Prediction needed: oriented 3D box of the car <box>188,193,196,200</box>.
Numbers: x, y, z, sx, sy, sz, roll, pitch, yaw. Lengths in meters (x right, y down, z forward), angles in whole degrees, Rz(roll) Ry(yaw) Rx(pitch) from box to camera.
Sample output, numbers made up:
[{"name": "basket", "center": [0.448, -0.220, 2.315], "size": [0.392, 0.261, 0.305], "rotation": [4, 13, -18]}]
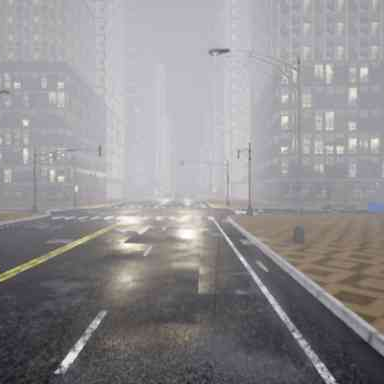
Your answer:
[{"name": "car", "center": [0.022, 1.229, 81.838], "size": [1.895, 1.301, 4.718], "rotation": [0, 0, 0]}]

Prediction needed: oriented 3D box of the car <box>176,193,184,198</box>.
[{"name": "car", "center": [-3.226, 1.051, 91.423], "size": [1.895, 1.301, 4.718], "rotation": [0, 0, 0]}]

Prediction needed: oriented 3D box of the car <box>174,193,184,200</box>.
[{"name": "car", "center": [-3.229, 0.989, 81.362], "size": [2.097, 1.767, 4.553], "rotation": [0, 0, 0]}]

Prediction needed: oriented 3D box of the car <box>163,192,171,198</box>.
[{"name": "car", "center": [-6.478, 0.774, 85.559], "size": [2.128, 1.511, 4.902], "rotation": [0, 0, 0]}]

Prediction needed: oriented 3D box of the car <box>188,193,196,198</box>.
[{"name": "car", "center": [0.024, 1.024, 91.809], "size": [1.994, 1.385, 4.181], "rotation": [0, 0, 0]}]

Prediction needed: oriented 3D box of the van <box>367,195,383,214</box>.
[{"name": "van", "center": [18.367, 1.183, 30.629], "size": [3.998, 1.788, 1.690], "rotation": [0, 0, 2]}]

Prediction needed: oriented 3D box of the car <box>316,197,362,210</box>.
[{"name": "car", "center": [17.098, 1.311, 38.803], "size": [4.829, 1.417, 1.752], "rotation": [0, 0, 2]}]
